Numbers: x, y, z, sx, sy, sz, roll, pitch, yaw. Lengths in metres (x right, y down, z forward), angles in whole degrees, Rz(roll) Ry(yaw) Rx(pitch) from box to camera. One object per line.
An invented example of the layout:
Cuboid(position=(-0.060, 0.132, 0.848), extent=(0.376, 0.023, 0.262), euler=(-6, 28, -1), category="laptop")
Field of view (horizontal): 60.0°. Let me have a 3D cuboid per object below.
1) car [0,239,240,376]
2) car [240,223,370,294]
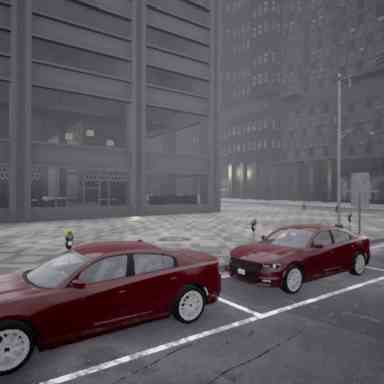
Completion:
Cuboid(position=(-1.550, 1.544, 5.565), extent=(4.507, 1.381, 1.887), euler=(0, 0, -36), category="car")
Cuboid(position=(2.937, 1.544, 8.789), extent=(4.507, 1.381, 1.887), euler=(0, 0, -36), category="car")
